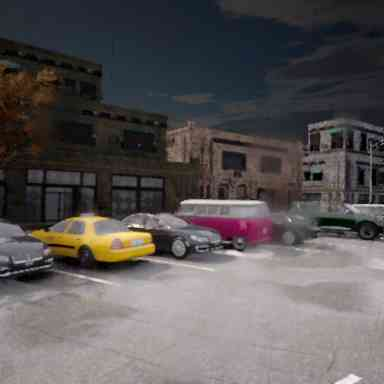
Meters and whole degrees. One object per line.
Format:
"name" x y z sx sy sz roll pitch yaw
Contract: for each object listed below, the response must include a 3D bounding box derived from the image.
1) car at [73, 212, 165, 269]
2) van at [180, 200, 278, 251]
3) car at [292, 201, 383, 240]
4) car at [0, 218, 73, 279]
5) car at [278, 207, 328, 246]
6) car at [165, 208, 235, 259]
"car" -3.690 1.486 11.171 5.366 1.575 1.946 -1 -1 35
"van" 1.140 1.342 14.525 4.442 1.987 1.878 -1 -1 35
"car" 8.439 1.587 19.520 5.566 2.045 2.435 0 -2 35
"car" -5.920 1.478 9.380 4.892 1.521 2.231 -1 -1 35
"car" 3.624 1.637 16.136 4.892 1.521 2.231 0 -1 35
"car" -1.154 1.519 12.771 4.892 1.521 2.231 -1 -1 35
